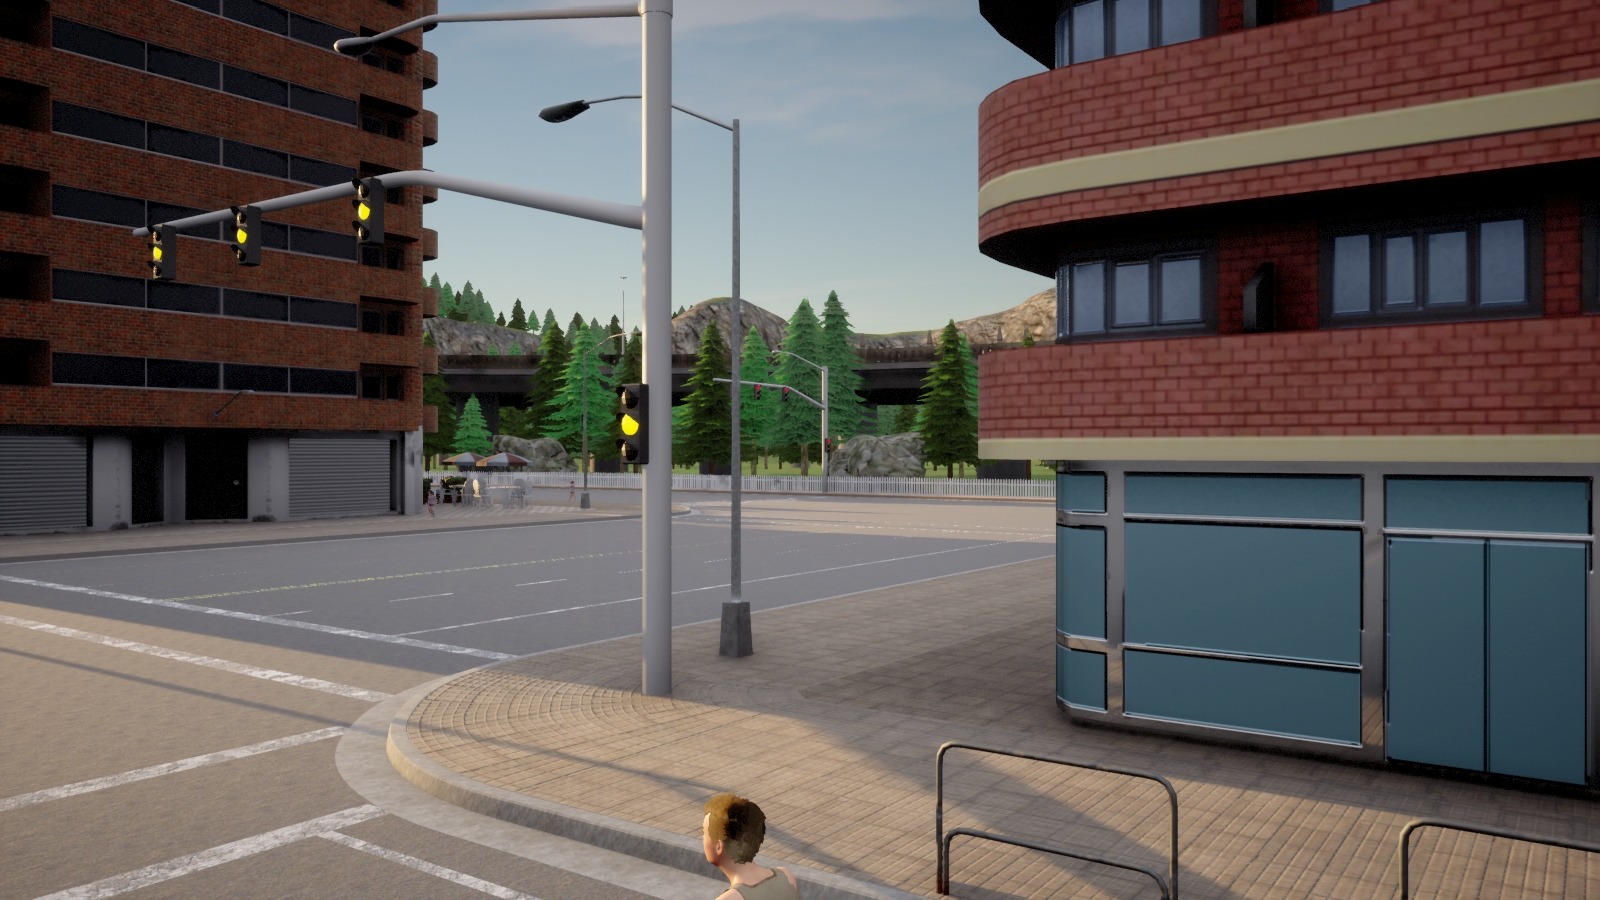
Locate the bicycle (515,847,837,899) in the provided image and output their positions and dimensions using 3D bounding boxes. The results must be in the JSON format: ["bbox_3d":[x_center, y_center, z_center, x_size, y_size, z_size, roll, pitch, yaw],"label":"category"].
[{"bbox_3d":[-0.301,2.233,4.022,1.487,1.126,0.859,0,0,35],"label":"bicycle"}]

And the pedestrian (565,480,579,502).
[{"bbox_3d":[-11.285,2.019,56.552,0.500,1.100,0.500,0,0,25],"label":"pedestrian"}]

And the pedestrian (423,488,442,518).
[{"bbox_3d":[-14.101,2.035,43.848,0.500,1.100,0.500,0,0,25],"label":"pedestrian"}]
